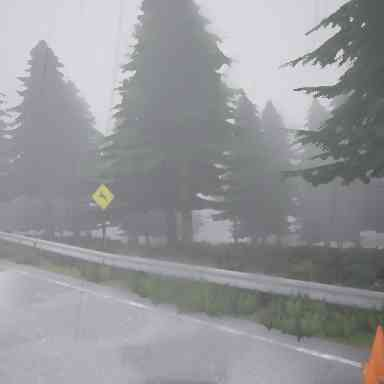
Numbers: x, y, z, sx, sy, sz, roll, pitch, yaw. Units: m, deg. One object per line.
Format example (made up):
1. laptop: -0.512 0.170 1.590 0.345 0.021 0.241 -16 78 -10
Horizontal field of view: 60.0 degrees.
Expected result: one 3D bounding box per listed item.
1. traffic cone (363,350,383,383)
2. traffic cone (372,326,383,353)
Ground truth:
1. traffic cone: 1.780 1.956 3.279 0.340 0.580 0.340 0 0 34
2. traffic cone: 2.325 1.956 4.114 0.340 0.580 0.340 0 0 34
